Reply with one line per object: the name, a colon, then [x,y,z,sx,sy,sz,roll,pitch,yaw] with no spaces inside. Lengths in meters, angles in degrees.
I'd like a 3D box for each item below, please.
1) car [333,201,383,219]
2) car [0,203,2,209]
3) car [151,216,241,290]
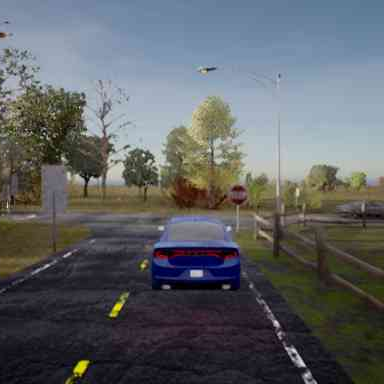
car: [13.422,1.379,26.299,4.181,1.385,1.994,1,2,0]
car: [-17.653,0.885,26.153,4.892,1.490,1.837,1,1,0]
car: [0.080,1.353,8.752,1.882,1.535,5.008,0,1,0]
